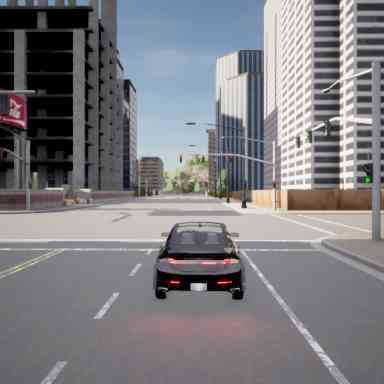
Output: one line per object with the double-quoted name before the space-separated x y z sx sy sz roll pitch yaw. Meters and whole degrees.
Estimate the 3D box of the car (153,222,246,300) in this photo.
"car" 0.200 1.492 8.403 2.128 1.511 4.902 0 0 2
